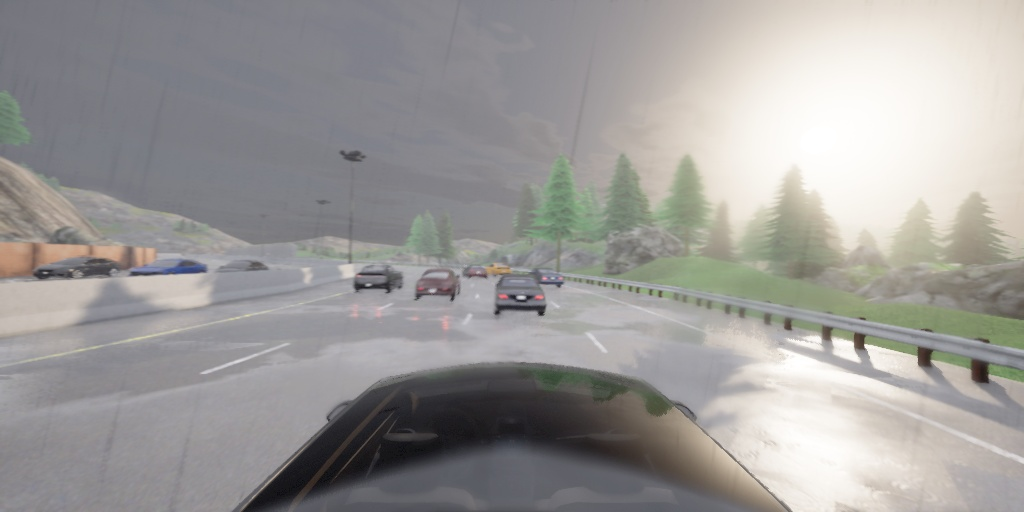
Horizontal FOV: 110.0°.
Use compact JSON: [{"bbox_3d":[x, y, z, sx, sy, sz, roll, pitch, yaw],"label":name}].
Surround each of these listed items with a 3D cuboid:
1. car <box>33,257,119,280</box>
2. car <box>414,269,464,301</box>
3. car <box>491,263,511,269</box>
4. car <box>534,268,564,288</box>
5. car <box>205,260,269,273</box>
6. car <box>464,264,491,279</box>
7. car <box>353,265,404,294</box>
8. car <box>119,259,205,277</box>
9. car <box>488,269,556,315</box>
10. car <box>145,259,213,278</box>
[{"bbox_3d":[-29.584,0.815,24.619,1.837,1.490,4.892,2,-1,-14],"label":"car"},{"bbox_3d":[-3.603,1.342,17.790,1.812,1.442,4.674,1,-1,-5],"label":"car"},{"bbox_3d":[-1.645,1.547,40.999,1.882,1.535,5.008,2,-1,-19],"label":"car"},{"bbox_3d":[2.276,1.573,26.814,2.033,1.411,5.357,1,-1,-11],"label":"car"},{"bbox_3d":[-19.041,1.053,25.412,1.837,1.490,4.892,2,-1,-13],"label":"car"},{"bbox_3d":[-3.863,1.545,36.654,1.994,1.385,4.181,1,-1,-18],"label":"car"},{"bbox_3d":[-7.368,1.247,20.158,2.128,1.511,4.902,1,-1,-7],"label":"car"},{"bbox_3d":[-22.151,0.939,23.343,1.882,1.535,5.008,2,-1,-12],"label":"car"},{"bbox_3d":[0.190,1.414,14.133,2.033,1.411,5.357,1,-1,-2],"label":"car"},{"bbox_3d":[-27.355,0.953,29.741,2.033,1.411,5.357,1,-1,-18],"label":"car"}]
